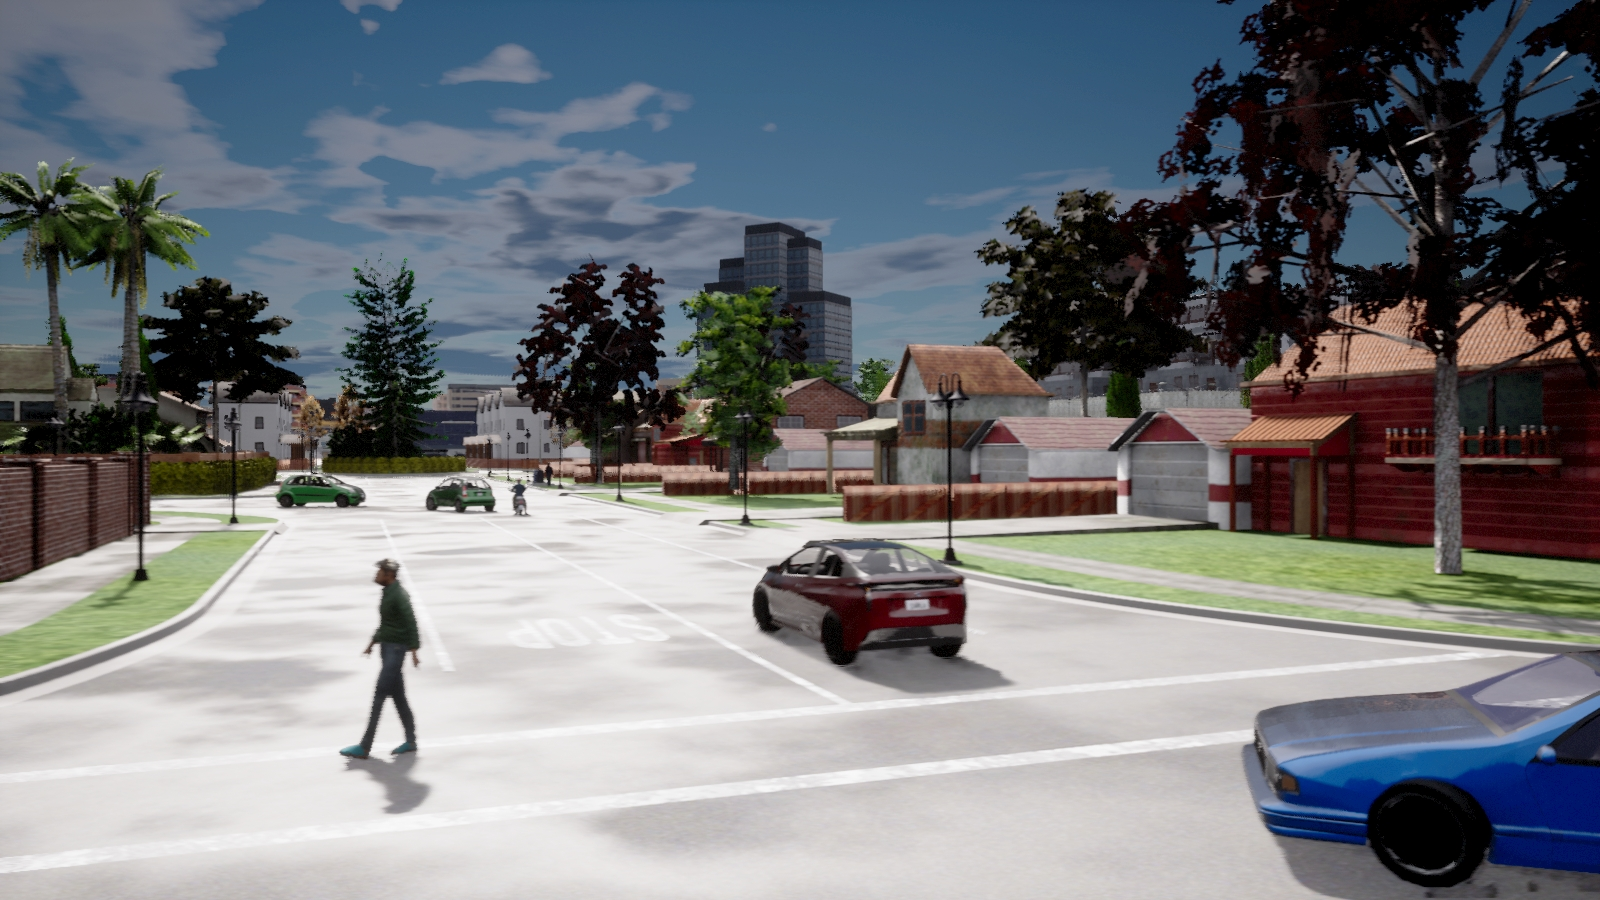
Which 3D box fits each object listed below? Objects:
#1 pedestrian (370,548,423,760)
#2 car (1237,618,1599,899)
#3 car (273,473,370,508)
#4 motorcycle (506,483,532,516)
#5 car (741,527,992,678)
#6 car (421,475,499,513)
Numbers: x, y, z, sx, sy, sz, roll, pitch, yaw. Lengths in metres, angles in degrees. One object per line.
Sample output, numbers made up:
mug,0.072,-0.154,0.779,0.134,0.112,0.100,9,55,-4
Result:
pedestrian,-3.728,1.856,10.545,0.375,1.860,0.375,0,0,-34
car,5.851,2.085,7.642,5.357,1.411,2.033,0,0,17
car,-23.497,1.985,56.185,3.988,1.617,1.851,0,0,0
motorcycle,-12.318,2.162,50.023,0.856,1.341,1.805,0,0,-22
car,0.767,2.048,16.607,2.007,1.525,4.514,0,0,-20
car,-15.947,2.039,53.515,1.851,1.617,3.988,0,0,-45
